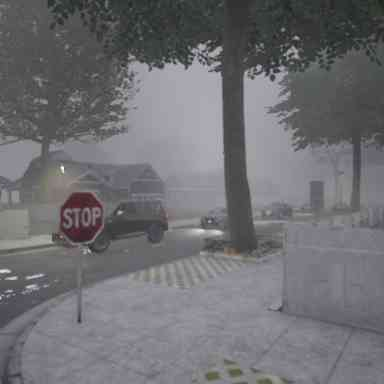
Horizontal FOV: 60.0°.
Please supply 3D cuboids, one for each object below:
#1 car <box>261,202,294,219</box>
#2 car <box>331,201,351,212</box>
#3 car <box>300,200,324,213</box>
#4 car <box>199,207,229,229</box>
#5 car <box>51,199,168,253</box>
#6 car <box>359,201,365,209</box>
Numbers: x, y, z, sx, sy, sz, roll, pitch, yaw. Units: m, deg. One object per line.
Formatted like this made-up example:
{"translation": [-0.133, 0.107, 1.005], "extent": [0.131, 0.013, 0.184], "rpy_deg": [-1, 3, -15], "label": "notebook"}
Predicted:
{"translation": [8.153, 1.700, 31.464], "extent": [2.128, 1.511, 4.902], "rpy_deg": [0, 0, 35], "label": "car"}
{"translation": [19.010, 1.833, 41.918], "extent": [1.994, 1.385, 4.181], "rpy_deg": [0, 0, 36], "label": "car"}
{"translation": [14.846, 1.743, 40.975], "extent": [2.128, 1.511, 4.902], "rpy_deg": [0, 0, 36], "label": "car"}
{"translation": [2.253, 1.734, 23.021], "extent": [1.994, 1.385, 4.181], "rpy_deg": [0, 0, 34], "label": "car"}
{"translation": [-3.374, 1.353, 14.931], "extent": [2.150, 2.045, 5.566], "rpy_deg": [0, 0, 35], "label": "car"}
{"translation": [24.696, 1.869, 50.057], "extent": [1.994, 1.385, 4.181], "rpy_deg": [0, 0, 34], "label": "car"}
